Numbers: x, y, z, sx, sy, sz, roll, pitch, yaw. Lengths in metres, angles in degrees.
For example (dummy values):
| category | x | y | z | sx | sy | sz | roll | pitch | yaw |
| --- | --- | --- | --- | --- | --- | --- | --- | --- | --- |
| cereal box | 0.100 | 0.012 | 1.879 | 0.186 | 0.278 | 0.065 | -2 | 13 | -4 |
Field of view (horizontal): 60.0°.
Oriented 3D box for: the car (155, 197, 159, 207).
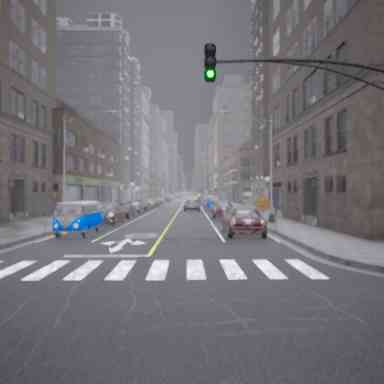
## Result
| category | x | y | z | sx | sy | sz | roll | pitch | yaw |
| --- | --- | --- | --- | --- | --- | --- | --- | --- | --- |
| car | -6.006 | 1.564 | 45.634 | 1.752 | 1.417 | 4.829 | 0 | 0 | 0 |

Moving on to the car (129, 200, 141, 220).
| category | x | y | z | sx | sy | sz | roll | pitch | yaw |
| --- | --- | --- | --- | --- | --- | --- | --- | --- | --- |
| car | -5.945 | 1.594 | 28.800 | 1.947 | 1.339 | 4.313 | 0 | 0 | 0 |

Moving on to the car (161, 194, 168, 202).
| category | x | y | z | sx | sy | sz | roll | pitch | yaw |
| --- | --- | --- | --- | --- | --- | --- | --- | --- | --- |
| car | -6.067 | 1.570 | 62.639 | 1.752 | 1.417 | 4.829 | 0 | 0 | 0 |

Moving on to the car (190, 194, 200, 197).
| category | x | y | z | sx | sy | sz | roll | pitch | yaw |
| --- | --- | --- | --- | --- | --- | --- | --- | --- | --- |
| car | -0.074 | 1.513 | 52.889 | 1.882 | 1.535 | 5.008 | 0 | 0 | 0 |

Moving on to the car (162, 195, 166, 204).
| category | x | y | z | sx | sy | sz | roll | pitch | yaw |
| --- | --- | --- | --- | --- | --- | --- | --- | --- | --- |
| car | -6.047 | 1.588 | 57.140 | 1.887 | 1.381 | 4.507 | 0 | 0 | 0 |

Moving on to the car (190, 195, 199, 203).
| category | x | y | z | sx | sy | sz | roll | pitch | yaw |
| --- | --- | --- | --- | --- | --- | --- | --- | --- | --- |
| car | 0.538 | 1.496 | 73.674 | 1.801 | 1.575 | 5.366 | 0 | 0 | 0 |

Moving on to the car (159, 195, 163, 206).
| category | x | y | z | sx | sy | sz | roll | pitch | yaw |
| --- | --- | --- | --- | --- | --- | --- | --- | --- | --- |
| car | -6.027 | 1.607 | 51.473 | 1.947 | 1.339 | 4.313 | 0 | 0 | 0 |

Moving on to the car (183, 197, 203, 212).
| category | x | y | z | sx | sy | sz | roll | pitch | yaw |
| --- | --- | --- | --- | --- | --- | --- | --- | --- | --- |
| car | -0.021 | 1.593 | 40.088 | 1.994 | 1.385 | 4.181 | 0 | 0 | -1 |

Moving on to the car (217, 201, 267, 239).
| category | x | y | z | sx | sy | sz | roll | pitch | yaw |
| --- | --- | --- | --- | --- | --- | --- | --- | --- | --- |
| car | 2.622 | 1.450 | 17.496 | 1.967 | 1.590 | 4.097 | 0 | 0 | 0 |

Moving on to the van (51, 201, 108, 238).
| category | x | y | z | sx | sy | sz | roll | pitch | yaw |
| --- | --- | --- | --- | --- | --- | --- | --- | --- | --- |
| van | -5.904 | 1.361 | 17.463 | 1.690 | 1.788 | 3.998 | 0 | 0 | 0 |

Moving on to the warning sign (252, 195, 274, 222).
| category | x | y | z | sx | sy | sz | roll | pitch | yaw |
| --- | --- | --- | --- | --- | --- | --- | --- | --- | --- |
| warning sign | 5.001 | 1.127 | 23.499 | 1.300 | 1.860 | 1.060 | 0 | 0 | 0 |

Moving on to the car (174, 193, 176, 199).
| category | x | y | z | sx | sy | sz | roll | pitch | yaw |
| --- | --- | --- | --- | --- | --- | --- | --- | --- | --- |
| car | -6.170 | 1.575 | 90.981 | 1.752 | 1.417 | 4.829 | 0 | 0 | 0 |

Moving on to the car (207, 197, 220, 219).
| category | x | y | z | sx | sy | sz | roll | pitch | yaw |
| --- | --- | --- | --- | --- | --- | --- | --- | --- | --- |
| car | 2.581 | 1.459 | 28.834 | 1.967 | 1.590 | 4.097 | 0 | 0 | 0 |

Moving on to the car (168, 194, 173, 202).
| category | x | y | z | sx | sy | sz | roll | pitch | yaw |
| --- | --- | --- | --- | --- | --- | --- | --- | --- | --- |
| car | -6.109 | 1.363 | 74.146 | 2.192 | 1.841 | 5.009 | 0 | 0 | 0 |

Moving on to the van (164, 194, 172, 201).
| category | x | y | z | sx | sy | sz | roll | pitch | yaw |
| --- | --- | --- | --- | --- | --- | --- | --- | --- | --- |
| van | -6.151 | 1.392 | 85.482 | 1.690 | 1.788 | 3.998 | 0 | 0 | 0 |

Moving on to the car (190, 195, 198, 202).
| category | x | y | z | sx | sy | sz | roll | pitch | yaw |
| --- | --- | --- | --- | --- | --- | --- | --- | --- | --- |
| car | 0.515 | 1.547 | 79.484 | 1.837 | 1.490 | 4.892 | 0 | 0 | 0 |

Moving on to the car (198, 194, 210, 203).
| category | x | y | z | sx | sy | sz | roll | pitch | yaw |
| --- | --- | --- | --- | --- | --- | --- | --- | --- | --- |
| car | 2.436 | 1.352 | 68.519 | 2.192 | 1.841 | 5.009 | 0 | 0 | 0 |

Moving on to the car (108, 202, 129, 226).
| category | x | y | z | sx | sy | sz | roll | pitch | yaw |
| --- | --- | --- | --- | --- | --- | --- | --- | --- | --- |
| car | -5.924 | 1.464 | 23.132 | 1.967 | 1.590 | 4.097 | 0 | 0 | 0 |

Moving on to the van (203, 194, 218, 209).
| category | x | y | z | sx | sy | sz | roll | pitch | yaw |
| --- | --- | --- | --- | --- | --- | --- | --- | --- | --- |
| van | 2.539 | 1.367 | 40.173 | 1.690 | 1.788 | 3.998 | 0 | 0 | 0 |

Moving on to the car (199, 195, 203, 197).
| category | x | y | z | sx | sy | sz | roll | pitch | yaw |
| --- | --- | --- | --- | --- | --- | --- | --- | --- | --- |
| car | 2.499 | 1.583 | 51.512 | 2.008 | 1.369 | 4.403 | 0 | 0 | 0 |

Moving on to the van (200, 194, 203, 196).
| category | x | y | z | sx | sy | sz | roll | pitch | yaw |
| --- | --- | --- | --- | --- | --- | --- | --- | --- | --- |
| van | 2.478 | 1.375 | 57.181 | 1.690 | 1.788 | 3.998 | 0 | 0 | 0 |

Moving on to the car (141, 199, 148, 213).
| category | x | y | z | sx | sy | sz | roll | pitch | yaw |
| --- | --- | --- | --- | --- | --- | --- | --- | --- | --- |
| car | -5.965 | 1.614 | 34.468 | 1.802 | 1.307 | 4.206 | 0 | 0 | 0 |

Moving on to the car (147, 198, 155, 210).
| category | x | y | z | sx | sy | sz | roll | pitch | yaw |
| --- | --- | --- | --- | --- | --- | --- | --- | --- | --- |
| car | -5.986 | 1.602 | 40.136 | 1.947 | 1.339 | 4.313 | 0 | 0 | 0 |
